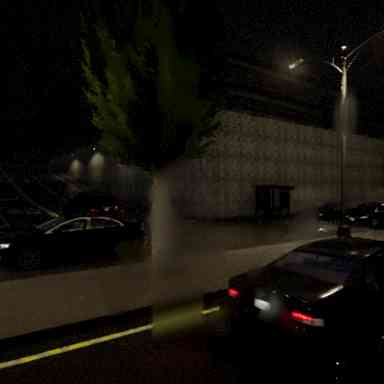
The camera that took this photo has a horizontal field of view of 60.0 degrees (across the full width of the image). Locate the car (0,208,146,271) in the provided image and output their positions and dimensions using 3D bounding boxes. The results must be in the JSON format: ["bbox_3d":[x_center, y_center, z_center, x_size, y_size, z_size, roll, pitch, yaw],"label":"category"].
[{"bbox_3d":[-3.921,1.485,11.017,4.902,1.511,2.128,0,0,-35],"label":"car"}]

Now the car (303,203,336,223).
[{"bbox_3d":[10.997,1.538,25.987,5.357,1.411,2.033,0,0,-35],"label":"car"}]

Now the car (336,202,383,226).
[{"bbox_3d":[12.133,1.495,22.465,4.892,1.490,1.837,0,0,-35],"label":"car"}]

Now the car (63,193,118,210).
[{"bbox_3d":[-7.258,1.092,23.631,2.150,2.045,5.566,-2,5,-41],"label":"car"}]

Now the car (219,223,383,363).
[{"bbox_3d":[2.980,1.545,5.870,5.357,1.411,2.033,0,0,-35],"label":"car"}]
